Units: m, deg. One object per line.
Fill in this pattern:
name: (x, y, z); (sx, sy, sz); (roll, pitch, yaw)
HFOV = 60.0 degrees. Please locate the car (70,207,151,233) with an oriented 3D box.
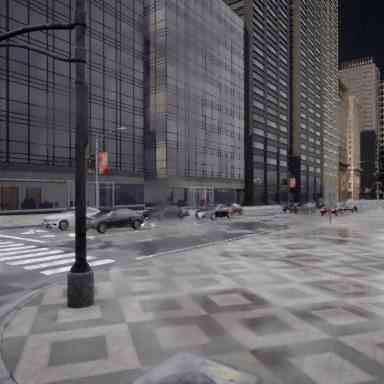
car: (-5.083, 1.749, 21.404); (1.812, 1.442, 4.674); (0, -1, 35)

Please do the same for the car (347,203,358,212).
car: (23.327, 2.276, 49.546); (2.033, 1.411, 5.357); (0, -1, 36)

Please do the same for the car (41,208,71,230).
car: (-7.947, 1.757, 23.013); (1.812, 1.442, 4.674); (0, -1, 37)

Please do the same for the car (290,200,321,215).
car: (14.807, 2.110, 43.204); (1.837, 1.490, 4.892); (0, -1, 36)

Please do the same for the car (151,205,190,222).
car: (-2.336, 1.907, 30.785); (2.033, 1.411, 5.357); (0, -1, 36)

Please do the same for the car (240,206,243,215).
car: (4.609, 2.045, 40.405); (1.812, 1.442, 4.674); (0, -1, 36)

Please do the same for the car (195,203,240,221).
car: (2.155, 1.882, 31.462); (2.128, 1.511, 4.902); (0, -1, 35)

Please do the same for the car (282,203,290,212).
car: (15.129, 2.301, 49.289); (2.033, 1.411, 5.357); (0, -1, 36)

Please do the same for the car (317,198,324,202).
car: (20.709, 1.963, 51.474); (2.150, 2.045, 5.566); (0, -1, 36)

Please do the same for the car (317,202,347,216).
car: (17.464, 2.194, 41.330); (1.895, 1.301, 4.718); (0, -1, 36)
